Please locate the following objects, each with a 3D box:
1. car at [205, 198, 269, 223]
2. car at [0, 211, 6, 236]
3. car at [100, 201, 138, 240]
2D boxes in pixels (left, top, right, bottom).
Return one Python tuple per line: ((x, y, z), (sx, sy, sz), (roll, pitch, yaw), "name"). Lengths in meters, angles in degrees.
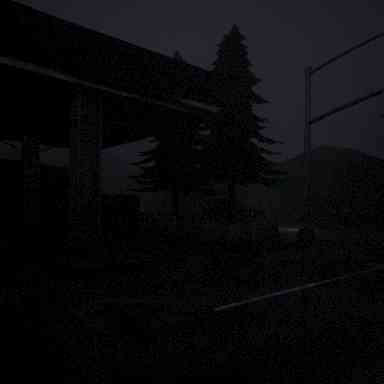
((3.344, 1.466, 25.951), (2.150, 2.045, 5.566), (1, 0, -36), "car")
((-11.719, 1.519, 18.431), (2.242, 1.667, 4.611), (1, 0, -36), "car")
((-4.587, 1.445, 18.252), (1.905, 1.878, 3.866), (1, 0, -36), "car")
